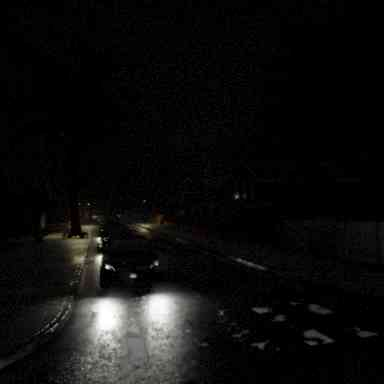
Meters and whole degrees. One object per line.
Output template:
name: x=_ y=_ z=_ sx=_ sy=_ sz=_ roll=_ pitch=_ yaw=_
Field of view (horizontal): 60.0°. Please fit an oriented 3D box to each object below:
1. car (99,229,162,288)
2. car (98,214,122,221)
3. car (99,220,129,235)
car: x=-2.249 y=2.283 z=11.855 sx=1.812 sy=1.442 sz=4.674 roll=-1 pitch=-3 yaw=-14
car: x=-8.583 y=3.393 z=34.935 sx=2.150 sy=2.045 sz=5.566 roll=-1 pitch=-3 yaw=-15
car: x=-4.947 y=2.852 z=21.846 sx=1.882 sy=1.535 sz=5.008 roll=-1 pitch=-3 yaw=-16
